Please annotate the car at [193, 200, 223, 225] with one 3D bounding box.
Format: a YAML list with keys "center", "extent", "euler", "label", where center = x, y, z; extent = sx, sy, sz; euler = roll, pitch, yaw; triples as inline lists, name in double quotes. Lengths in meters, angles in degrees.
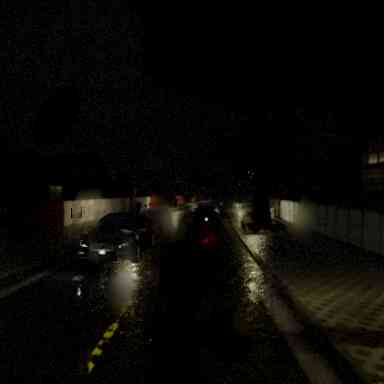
- center: [1.138, 1.566, 24.519]
  extent: [1.837, 1.490, 4.892]
  euler: [0, 0, 4]
  label: "car"

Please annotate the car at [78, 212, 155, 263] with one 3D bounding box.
- center: [-2.520, 1.528, 12.123]
  extent: [1.837, 1.490, 4.892]
  euler: [0, 0, 2]
  label: "car"
